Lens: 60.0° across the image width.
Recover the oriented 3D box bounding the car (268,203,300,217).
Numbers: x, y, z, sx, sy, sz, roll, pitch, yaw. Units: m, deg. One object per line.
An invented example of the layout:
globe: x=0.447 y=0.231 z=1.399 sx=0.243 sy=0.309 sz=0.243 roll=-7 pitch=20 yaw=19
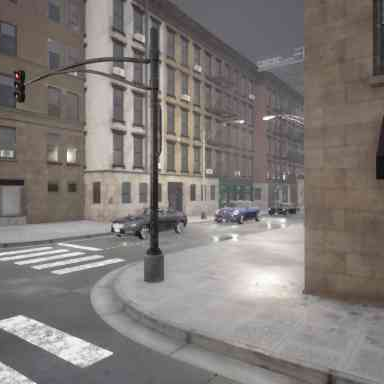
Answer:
car: x=9.483 y=1.782 z=34.185 sx=1.895 sy=1.301 sz=4.718 roll=0 pitch=0 yaw=35

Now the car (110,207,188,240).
car: x=-2.161 y=1.568 z=17.842 sx=2.128 sy=1.511 sz=4.902 roll=0 pitch=0 yaw=35

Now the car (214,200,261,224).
car: x=3.631 y=1.480 z=25.993 sx=2.097 sy=1.767 sz=4.553 roll=0 pitch=0 yaw=36
